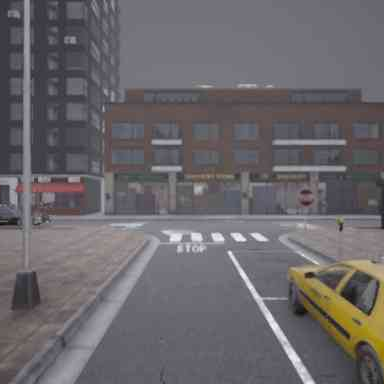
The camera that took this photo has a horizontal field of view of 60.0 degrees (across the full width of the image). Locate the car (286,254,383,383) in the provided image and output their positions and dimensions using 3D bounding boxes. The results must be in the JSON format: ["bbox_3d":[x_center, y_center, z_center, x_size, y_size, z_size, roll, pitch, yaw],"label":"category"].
[{"bbox_3d":[2.641,1.509,4.657,1.752,1.417,4.829,0,0,0],"label":"car"}]

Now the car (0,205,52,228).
[{"bbox_3d":[-11.615,1.484,20.561,5.357,1.411,2.033,0,0,0],"label":"car"}]
